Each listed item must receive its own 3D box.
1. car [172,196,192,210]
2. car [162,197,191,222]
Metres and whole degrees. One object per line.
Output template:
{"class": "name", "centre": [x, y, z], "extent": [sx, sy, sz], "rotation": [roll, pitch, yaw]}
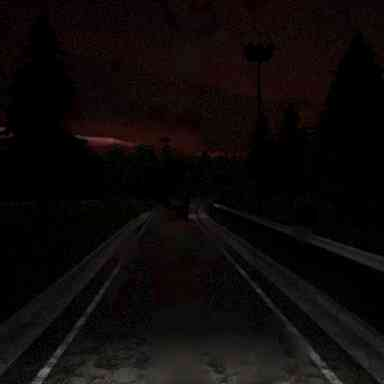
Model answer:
{"class": "car", "centre": [-1.214, 1.325, 42.127], "extent": [2.128, 1.511, 4.902], "rotation": [0, 0, 3]}
{"class": "car", "centre": [-1.260, 1.377, 25.490], "extent": [1.882, 1.535, 5.008], "rotation": [0, 0, -2]}
